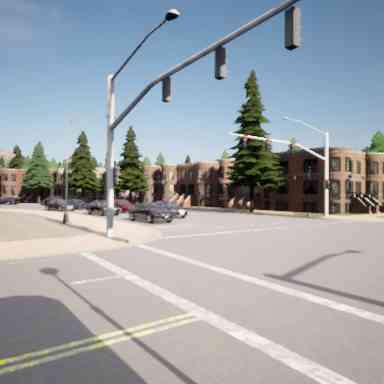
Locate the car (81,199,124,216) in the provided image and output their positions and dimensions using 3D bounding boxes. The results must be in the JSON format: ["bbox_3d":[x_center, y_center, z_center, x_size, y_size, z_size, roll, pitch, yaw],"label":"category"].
[{"bbox_3d":[-8.904,1.560,33.226,2.128,1.511,4.902,0,0,-39],"label":"car"}]

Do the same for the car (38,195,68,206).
[{"bbox_3d":[-23.490,1.431,56.307,4.553,1.767,2.097,0,0,21],"label":"car"}]

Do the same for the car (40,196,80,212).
[{"bbox_3d":[-16.055,1.585,40.344,4.674,1.442,1.812,0,0,37],"label":"car"}]

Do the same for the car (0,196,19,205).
[{"bbox_3d":[-33.173,1.534,58.778,4.902,1.511,2.128,0,0,9],"label":"car"}]

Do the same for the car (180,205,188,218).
[{"bbox_3d":[-2.304,1.581,30.372,2.128,1.511,4.902,0,0,-37],"label":"car"}]

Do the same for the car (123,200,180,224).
[{"bbox_3d":[-3.261,1.575,25.824,1.837,1.490,4.892,0,0,-36],"label":"car"}]

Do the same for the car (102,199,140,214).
[{"bbox_3d":[-8.101,1.564,37.672,1.882,1.535,5.008,0,0,-43],"label":"car"}]
